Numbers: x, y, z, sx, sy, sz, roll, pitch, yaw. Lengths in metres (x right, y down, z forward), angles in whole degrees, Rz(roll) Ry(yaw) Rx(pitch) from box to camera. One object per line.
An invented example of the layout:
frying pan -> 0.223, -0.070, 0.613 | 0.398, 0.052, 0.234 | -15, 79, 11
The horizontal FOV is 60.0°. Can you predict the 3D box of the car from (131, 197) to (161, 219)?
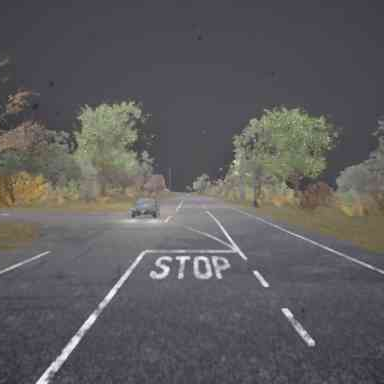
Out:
car -> -3.483, 1.181, 25.907 | 1.837, 1.490, 4.892 | 1, -1, 0
